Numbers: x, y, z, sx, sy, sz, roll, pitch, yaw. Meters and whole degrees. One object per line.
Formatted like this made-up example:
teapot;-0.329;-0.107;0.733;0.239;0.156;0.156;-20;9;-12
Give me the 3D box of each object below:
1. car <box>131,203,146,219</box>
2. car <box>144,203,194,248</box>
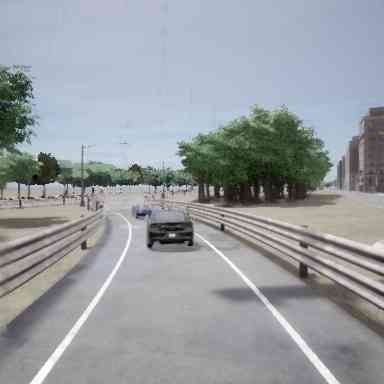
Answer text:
car;-4.396;1.678;30.258;1.895;1.301;4.718;0;0;-16
car;-1.105;1.504;15.099;1.882;1.535;5.008;0;0;-8
